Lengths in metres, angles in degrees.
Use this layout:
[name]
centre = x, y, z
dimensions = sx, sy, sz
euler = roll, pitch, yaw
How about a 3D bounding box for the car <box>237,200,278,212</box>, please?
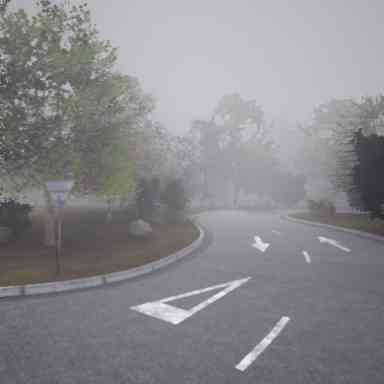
[car]
centre = 7.986, 1.666, 40.128
dimensions = 5.357, 1.411, 2.033
euler = 0, 0, -33
